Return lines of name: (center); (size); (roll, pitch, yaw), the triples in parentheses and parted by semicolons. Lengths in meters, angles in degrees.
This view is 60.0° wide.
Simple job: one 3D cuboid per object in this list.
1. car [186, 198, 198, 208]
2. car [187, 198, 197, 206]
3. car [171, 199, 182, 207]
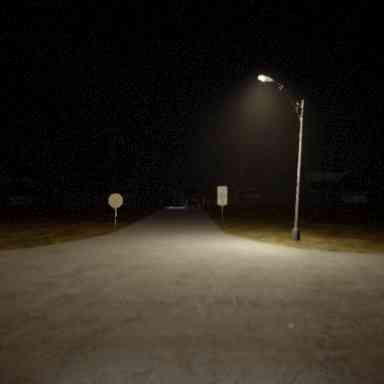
car: (0.004, 1.878, 56.428); (2.128, 1.511, 4.902); (0, 0, 0)
car: (0.005, 1.984, 66.865); (2.033, 1.411, 5.357); (0, 0, 0)
car: (-2.745, 1.955, 61.025); (2.033, 1.411, 5.357); (0, 0, 0)
